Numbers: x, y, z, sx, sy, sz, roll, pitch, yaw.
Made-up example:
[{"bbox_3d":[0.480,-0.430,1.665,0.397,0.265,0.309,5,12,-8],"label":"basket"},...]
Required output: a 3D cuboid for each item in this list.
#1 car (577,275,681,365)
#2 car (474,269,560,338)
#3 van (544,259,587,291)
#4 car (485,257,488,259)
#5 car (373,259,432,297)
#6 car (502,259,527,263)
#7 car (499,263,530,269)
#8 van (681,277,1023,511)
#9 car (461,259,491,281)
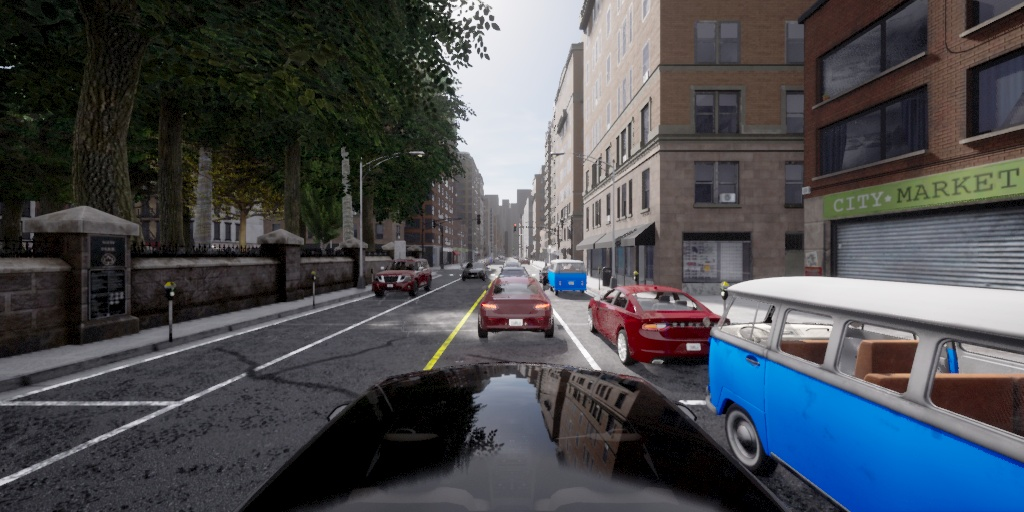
[{"bbox_3d":[2.861,1.294,7.870,1.888,1.381,4.507,0,0,0],"label":"car"},{"bbox_3d":[0.101,1.274,10.073,1.812,1.442,4.674,0,0,0],"label":"car"},{"bbox_3d":[2.869,1.085,19.191,1.690,1.789,3.998,0,0,0],"label":"van"},{"bbox_3d":[-5.624,1.227,62.676,1.751,1.417,4.829,0,0,0],"label":"car"},{"bbox_3d":[-5.655,1.059,19.157,2.192,1.841,5.009,0,0,0],"label":"car"},{"bbox_3d":[0.024,1.241,29.396,1.837,1.490,4.892,0,0,0],"label":"car"},{"bbox_3d":[0.110,1.291,19.652,2.033,1.411,5.357,0,0,1],"label":"car"},{"bbox_3d":[2.857,1.091,2.209,1.690,1.789,3.998,0,0,0],"label":"van"},{"bbox_3d":[-2.981,1.257,29.470,1.837,1.490,4.892,0,0,0],"label":"car"}]
